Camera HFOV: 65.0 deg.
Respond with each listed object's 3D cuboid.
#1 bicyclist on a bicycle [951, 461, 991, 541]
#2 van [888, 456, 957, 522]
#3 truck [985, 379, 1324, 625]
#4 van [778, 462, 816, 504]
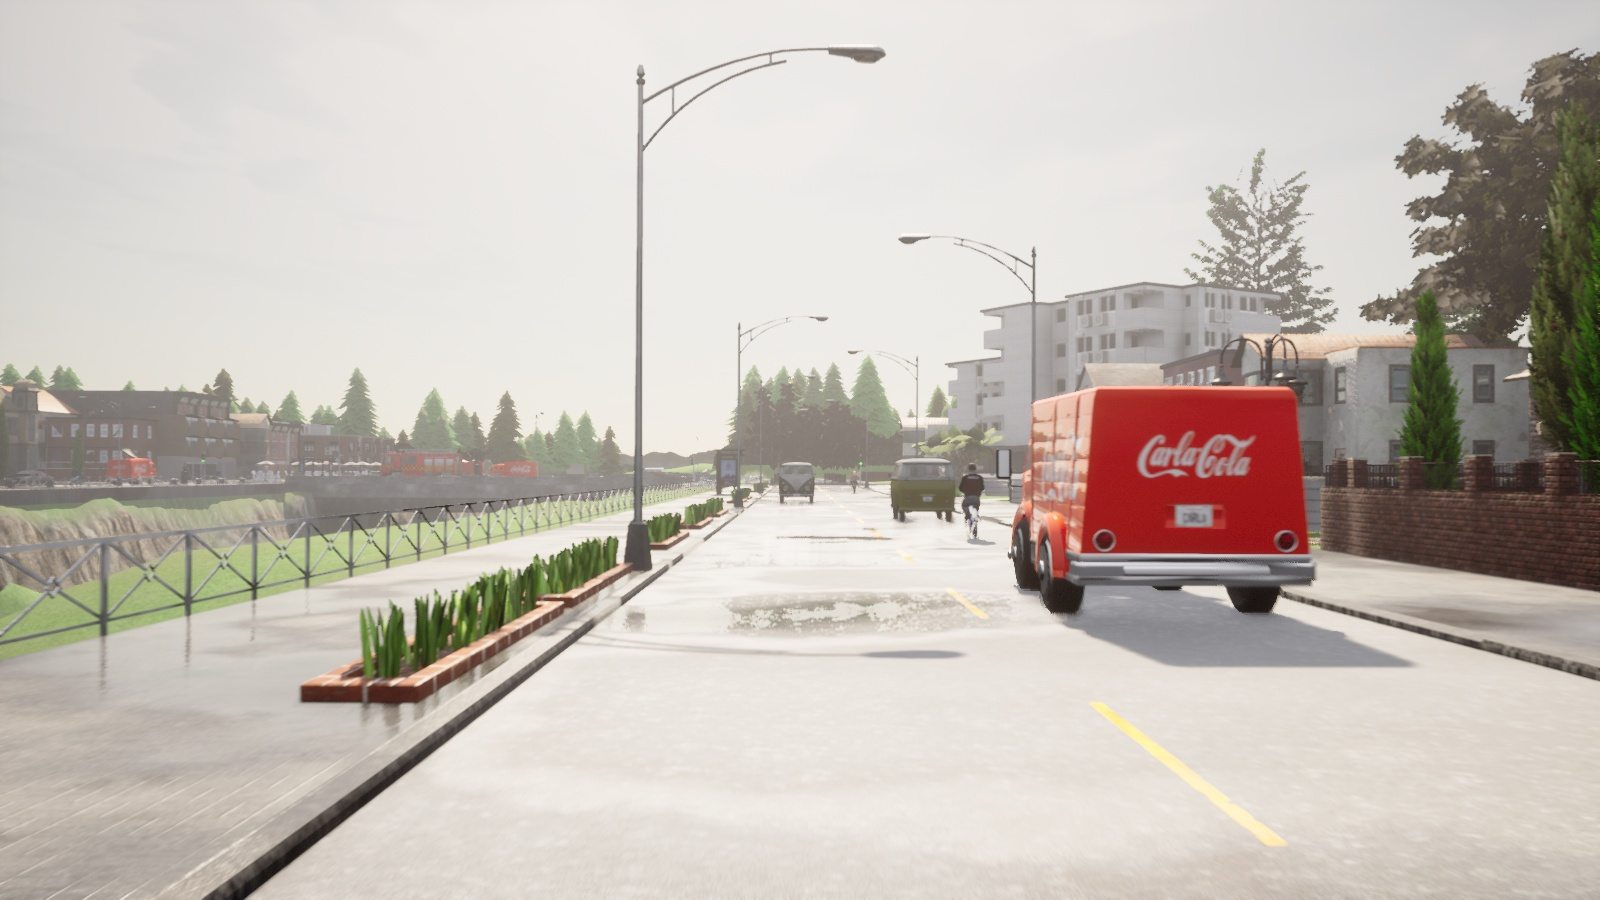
[{"bbox_3d":[3.931,1.155,28.984,0.659,1.776,1.843,0,-1,0],"label":"bicyclist on a bicycle"},{"bbox_3d":[3.904,1.231,40.596,1.775,1.987,4.442,0,-1,0],"label":"van"},{"bbox_3d":[3.963,0.568,15.290,2.627,2.467,5.204,0,-1,0],"label":"truck"},{"bbox_3d":[-0.147,1.605,61.971,1.775,1.987,4.442,0,-1,0],"label":"van"}]
